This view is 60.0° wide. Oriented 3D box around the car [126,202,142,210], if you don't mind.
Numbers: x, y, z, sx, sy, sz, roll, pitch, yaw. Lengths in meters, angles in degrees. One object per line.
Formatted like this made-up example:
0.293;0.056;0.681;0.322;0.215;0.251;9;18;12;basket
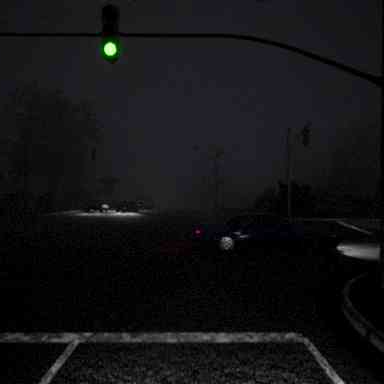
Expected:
-10.657;2.545;61.703;2.033;1.411;5.357;0;-3;0;car

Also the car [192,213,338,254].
2.723;1.537;13.062;5.357;1.411;2.033;0;0;7;car

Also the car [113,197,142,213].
-7.183;1.595;37.455;1.994;1.385;4.181;0;-1;0;car

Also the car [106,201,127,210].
-10.696;1.947;47.629;1.895;1.301;4.718;0;-2;0;car

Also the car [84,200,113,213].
-10.710;1.583;37.642;2.033;1.411;5.357;0;-1;-4;car

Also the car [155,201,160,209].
-7.164;2.359;61.884;2.097;1.767;4.553;0;-3;0;car

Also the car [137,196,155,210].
-7.196;1.590;48.173;2.150;2.045;5.566;0;-2;0;car
